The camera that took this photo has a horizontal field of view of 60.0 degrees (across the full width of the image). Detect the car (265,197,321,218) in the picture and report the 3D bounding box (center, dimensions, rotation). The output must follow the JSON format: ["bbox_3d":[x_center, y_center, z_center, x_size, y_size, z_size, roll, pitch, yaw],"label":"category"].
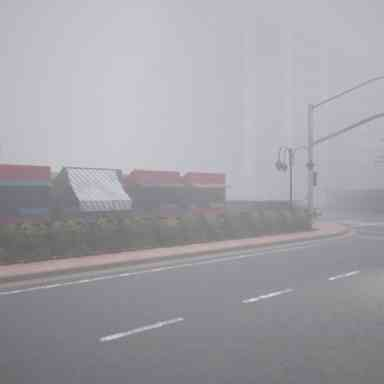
[{"bbox_3d":[8.517,1.433,28.222,2.128,1.511,4.902,0,0,-36],"label":"car"}]

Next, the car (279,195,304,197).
[{"bbox_3d":[12.891,1.466,40.353,1.812,1.442,4.674,0,0,-35],"label":"car"}]

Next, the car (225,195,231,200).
[{"bbox_3d":[2.738,1.163,36.210,2.150,2.045,5.566,0,0,-36],"label":"car"}]

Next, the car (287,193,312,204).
[{"bbox_3d":[19.024,1.107,59.110,1.905,1.878,3.866,0,0,-36],"label":"car"}]

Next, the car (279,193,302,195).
[{"bbox_3d":[16.632,1.108,57.399,1.905,1.878,3.866,0,0,-36],"label":"car"}]

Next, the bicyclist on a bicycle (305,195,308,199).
[{"bbox_3d":[15.550,1.240,44.917,1.656,1.620,0.582,0,0,-36],"label":"bicyclist on a bicycle"}]
